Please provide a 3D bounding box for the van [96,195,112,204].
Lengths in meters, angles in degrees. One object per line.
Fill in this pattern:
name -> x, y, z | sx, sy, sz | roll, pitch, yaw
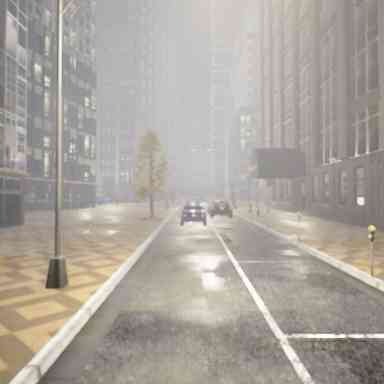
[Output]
van -> -17.805, 1.527, 63.049 | 3.998, 1.788, 1.690 | -1, -1, 14

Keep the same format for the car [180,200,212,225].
car -> 0.111, 1.581, 24.214 | 2.033, 1.411, 5.357 | 0, 0, 0

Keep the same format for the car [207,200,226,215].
car -> 2.591, 1.637, 36.067 | 1.802, 1.307, 4.206 | 1, 0, 0

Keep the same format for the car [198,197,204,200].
car -> 0.117, 1.628, 40.185 | 1.994, 1.385, 4.181 | 0, 0, 0

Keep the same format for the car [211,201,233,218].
car -> 2.591, 1.485, 30.500 | 1.967, 1.590, 4.097 | 1, 0, 0

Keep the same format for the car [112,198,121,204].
car -> -17.425, 1.892, 71.215 | 4.403, 1.369, 2.008 | -1, -1, 14
